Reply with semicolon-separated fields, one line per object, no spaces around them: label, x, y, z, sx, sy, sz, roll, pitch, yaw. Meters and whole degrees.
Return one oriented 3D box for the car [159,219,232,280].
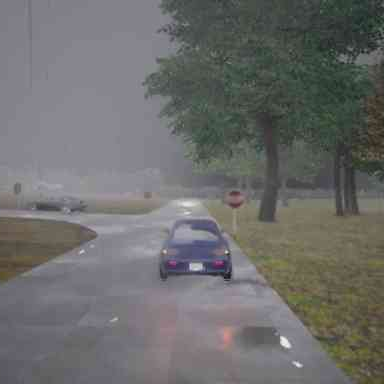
car;0.094;1.521;9.793;1.812;1.442;4.674;0;0;0

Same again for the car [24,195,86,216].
car;-11.025;1.023;26.891;4.902;1.511;2.128;3;-1;8
